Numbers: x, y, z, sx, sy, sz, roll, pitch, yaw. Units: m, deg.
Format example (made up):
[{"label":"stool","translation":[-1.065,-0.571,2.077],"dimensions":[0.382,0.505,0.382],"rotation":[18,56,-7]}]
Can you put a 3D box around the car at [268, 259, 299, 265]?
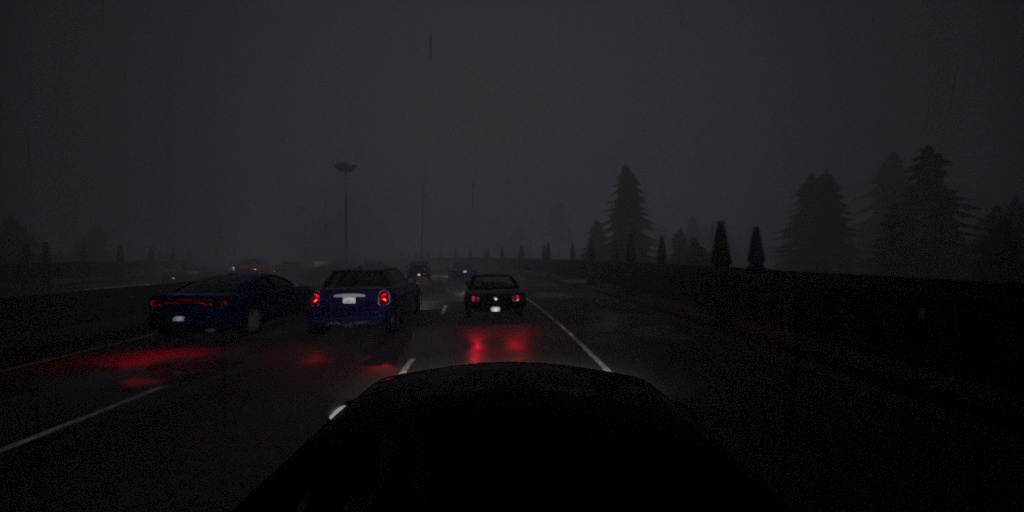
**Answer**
[{"label":"car","translation":[-19.615,1.228,31.675],"dimensions":[1.812,1.442,4.674],"rotation":[0,0,-20]}]

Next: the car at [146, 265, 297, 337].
[{"label":"car","translation":[-7.513,1.207,10.296],"dimensions":[1.882,1.535,5.008],"rotation":[0,0,-5]}]

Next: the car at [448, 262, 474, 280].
[{"label":"car","translation":[-4.194,1.187,29.876],"dimensions":[1.994,1.385,4.181],"rotation":[0,0,-15]}]

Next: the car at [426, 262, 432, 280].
[{"label":"car","translation":[-7.599,1.149,29.143],"dimensions":[1.837,1.490,4.892],"rotation":[0,0,-15]}]

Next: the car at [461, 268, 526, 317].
[{"label":"car","translation":[-0.741,1.290,12.898],"dimensions":[1.895,1.301,4.718],"rotation":[0,0,-7]}]

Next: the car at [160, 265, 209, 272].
[{"label":"car","translation":[-25.989,1.350,28.830],"dimensions":[1.895,1.301,4.718],"rotation":[0,0,-20]}]

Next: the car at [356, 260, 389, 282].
[{"label":"car","translation":[-11.306,1.154,29.388],"dimensions":[2.128,1.511,4.902],"rotation":[0,0,-17]}]

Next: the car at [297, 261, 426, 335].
[{"label":"car","translation":[-4.050,1.066,10.609],"dimensions":[2.097,1.767,4.553],"rotation":[0,0,-5]}]

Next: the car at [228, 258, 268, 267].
[{"label":"car","translation":[-23.707,1.077,32.584],"dimensions":[2.097,1.767,4.553],"rotation":[-1,0,-22]}]
